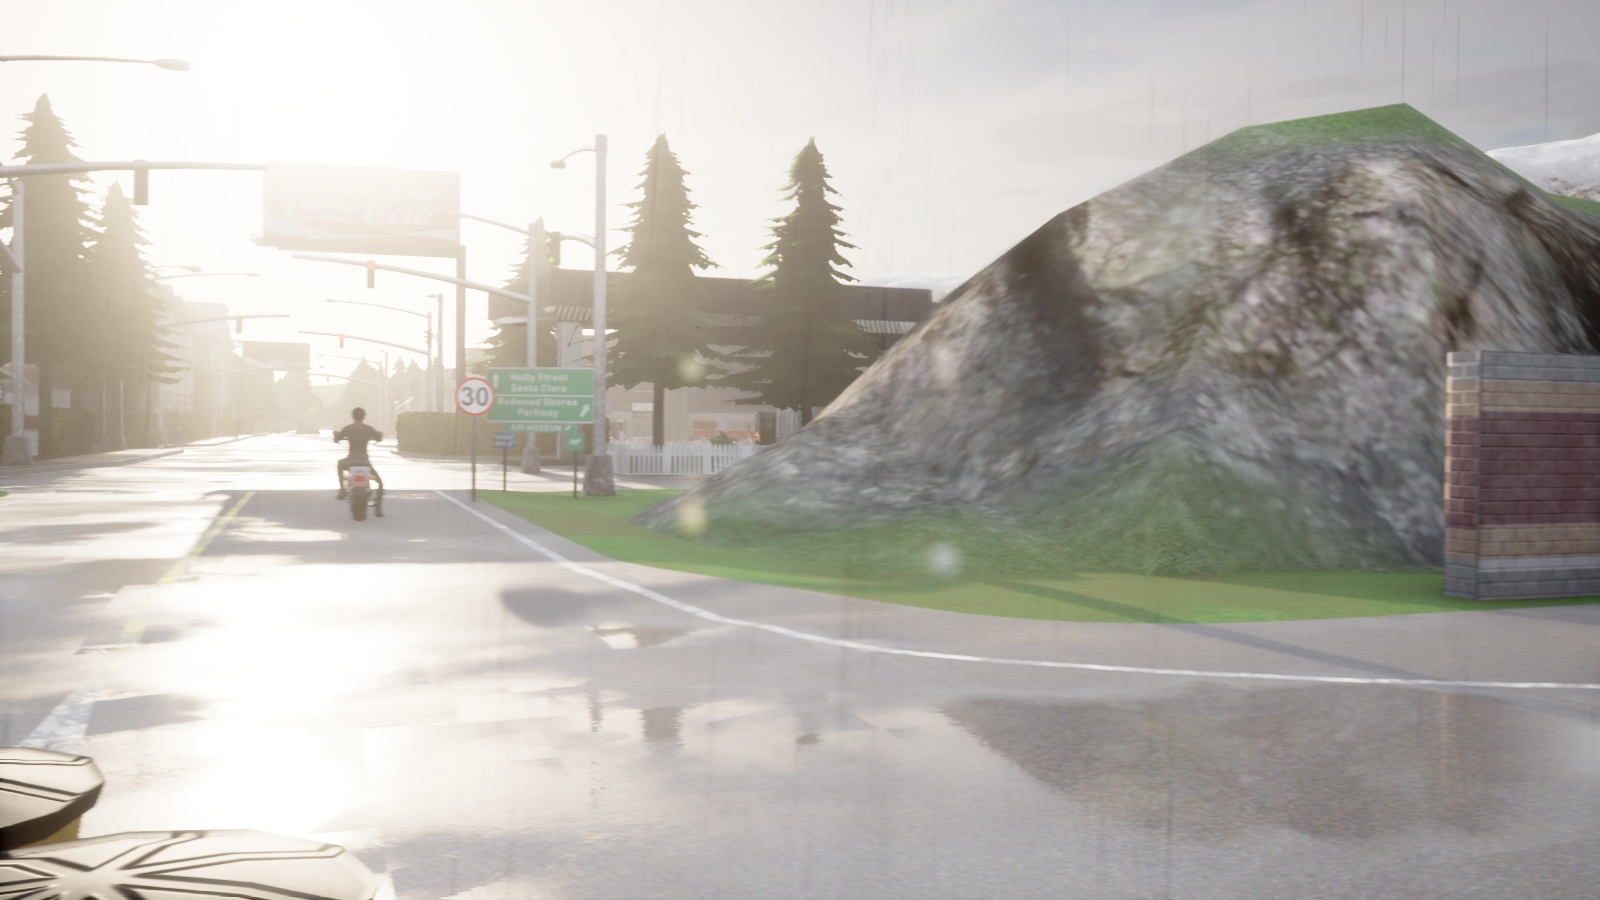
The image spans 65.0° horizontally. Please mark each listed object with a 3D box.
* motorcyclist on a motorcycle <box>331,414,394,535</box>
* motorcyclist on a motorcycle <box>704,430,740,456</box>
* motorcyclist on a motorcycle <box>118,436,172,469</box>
[{"bbox_3d":[-6.413,0.323,18.344,0.766,1.649,2.350,-1,1,-21],"label":"motorcyclist on a motorcycle"},{"bbox_3d":[-4.805,-0.432,77.390,2.044,1.523,0.797,-1,1,-21],"label":"motorcyclist on a motorcycle"},{"bbox_3d":[-32.790,0.134,62.885,2.191,1.530,0.866,-2,3,-17],"label":"motorcyclist on a motorcycle"}]
